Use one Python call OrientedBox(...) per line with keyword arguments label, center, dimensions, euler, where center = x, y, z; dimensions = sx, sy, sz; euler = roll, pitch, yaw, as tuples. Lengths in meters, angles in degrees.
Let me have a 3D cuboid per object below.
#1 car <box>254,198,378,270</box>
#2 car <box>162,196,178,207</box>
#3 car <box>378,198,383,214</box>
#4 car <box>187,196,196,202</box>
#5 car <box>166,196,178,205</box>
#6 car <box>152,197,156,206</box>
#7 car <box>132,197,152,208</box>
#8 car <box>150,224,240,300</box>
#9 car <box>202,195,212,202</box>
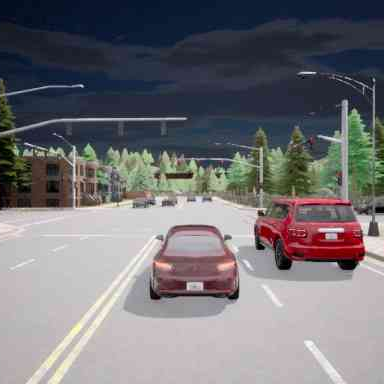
OrientedBox(label="car", center=(3.557, 1.221, 11.146), dimensions=(2.150, 2.045, 5.566), euler=(0, 0, 0))
OrientedBox(label="car", center=(-3.648, 1.601, 51.734), dimensions=(1.895, 1.301, 4.718), euler=(0, 0, 0))
OrientedBox(label="car", center=(18.272, 1.352, 32.531), dimensions=(4.553, 1.767, 2.097), euler=(0, 0, 0))
OrientedBox(label="car", center=(-0.125, 1.553, 74.657), dimensions=(1.994, 1.385, 4.181), euler=(0, 0, 0))
OrientedBox(label="car", center=(-3.653, 1.505, 62.021), dimensions=(1.837, 1.490, 4.892), euler=(0, 0, 0))
OrientedBox(label="car", center=(-7.179, 1.547, 56.698), dimensions=(2.033, 1.411, 5.357), euler=(0, 0, 0))
OrientedBox(label="car", center=(-7.165, 1.505, 46.954), dimensions=(1.837, 1.490, 4.892), euler=(0, 0, 0))
OrientedBox(label="car", center=(0.049, 1.526, 8.266), dimensions=(1.812, 1.442, 4.674), euler=(0, 0, 0))
OrientedBox(label="car", center=(3.382, 1.355, 74.428), dimensions=(2.097, 1.767, 4.553), euler=(0, 0, 0))
